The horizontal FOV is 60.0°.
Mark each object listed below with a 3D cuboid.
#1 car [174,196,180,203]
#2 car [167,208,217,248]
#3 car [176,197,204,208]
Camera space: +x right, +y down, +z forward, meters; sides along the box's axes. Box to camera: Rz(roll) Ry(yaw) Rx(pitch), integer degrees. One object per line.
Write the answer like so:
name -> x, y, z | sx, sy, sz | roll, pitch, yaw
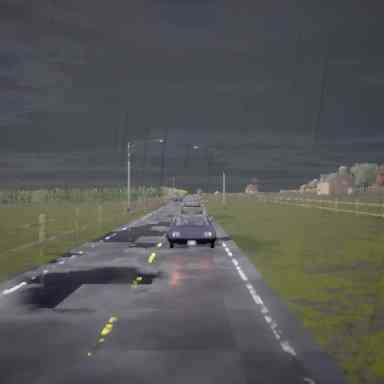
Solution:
car -> -2.751, 1.579, 68.946 | 1.895, 1.301, 4.718 | 0, 0, 0
car -> 0.000, 1.618, 14.681 | 1.895, 1.301, 4.718 | 0, 0, 0
car -> 0.000, 1.502, 29.653 | 2.128, 1.511, 4.902 | 0, 0, 0
